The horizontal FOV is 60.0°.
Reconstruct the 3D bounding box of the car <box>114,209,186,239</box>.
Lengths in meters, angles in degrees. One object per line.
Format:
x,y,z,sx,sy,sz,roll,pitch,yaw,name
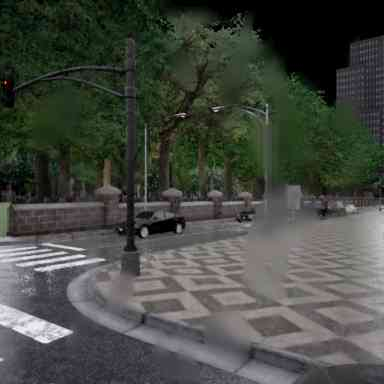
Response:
-2.390,1.812,19.982,1.882,1.535,5.008,0,-1,36,car

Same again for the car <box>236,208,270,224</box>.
5.860,2.192,31.601,1.994,1.385,4.181,0,-1,35,car

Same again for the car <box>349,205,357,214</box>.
25.294,2.770,53.468,1.812,1.442,4.674,0,-1,35,car

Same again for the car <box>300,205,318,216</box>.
17.128,2.586,47.325,2.033,1.411,5.357,0,-1,36,car

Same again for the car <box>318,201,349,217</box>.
19.155,2.237,44.813,2.150,2.045,5.566,0,-1,35,car

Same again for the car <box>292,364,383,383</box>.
2.390,1.551,1.252,4.403,1.369,2.008,0,0,36,car
